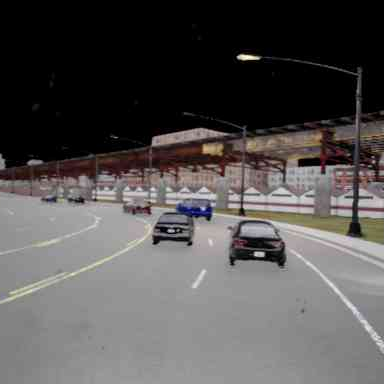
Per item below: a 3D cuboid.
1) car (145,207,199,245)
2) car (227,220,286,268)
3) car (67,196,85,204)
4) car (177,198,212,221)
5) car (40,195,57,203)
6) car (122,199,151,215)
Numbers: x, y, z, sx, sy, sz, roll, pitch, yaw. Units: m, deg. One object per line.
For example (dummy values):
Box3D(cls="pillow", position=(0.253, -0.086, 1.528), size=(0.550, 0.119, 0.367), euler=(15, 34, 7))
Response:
Box3D(cls="car", position=(-0.821, 1.712, 16.489), size=(2.033, 1.411, 5.357), euler=(2, -1, 1))
Box3D(cls="car", position=(2.297, 1.758, 12.353), size=(1.812, 1.442, 4.674), euler=(2, -1, 6))
Box3D(cls="car", position=(-21.430, 1.424, 61.284), size=(1.837, 1.490, 4.892), euler=(3, -1, -41))
Box3D(cls="car", position=(0.112, 1.597, 31.480), size=(2.150, 2.045, 5.566), euler=(3, -1, -19))
Box3D(cls="car", position=(-26.669, 1.257, 61.951), size=(1.812, 1.442, 4.674), euler=(3, -1, -41))
Box3D(cls="car", position=(-6.179, 1.555, 36.845), size=(2.097, 1.767, 4.553), euler=(2, -1, -28))
